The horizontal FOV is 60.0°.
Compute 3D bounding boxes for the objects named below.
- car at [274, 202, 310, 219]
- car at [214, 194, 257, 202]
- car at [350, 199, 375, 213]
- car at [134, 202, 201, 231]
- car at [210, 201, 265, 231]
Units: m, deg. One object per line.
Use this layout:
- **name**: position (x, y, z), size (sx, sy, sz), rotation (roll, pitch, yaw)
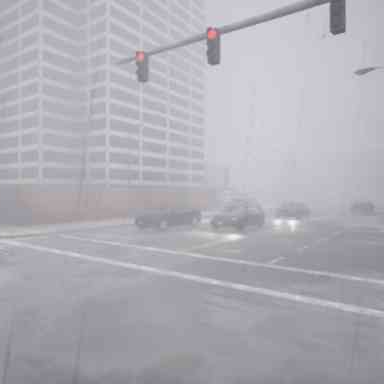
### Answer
- **car**: position (8.602, 1.519, 28.410), size (1.994, 1.385, 4.181), rotation (0, 0, 36)
- **car**: position (4.181, 1.291, 28.232), size (2.097, 1.767, 4.553), rotation (0, 0, 35)
- **car**: position (18.359, 1.497, 35.890), size (1.812, 1.442, 4.674), rotation (0, 0, 35)
- **car**: position (-1.385, 1.417, 20.357), size (1.882, 1.535, 5.008), rotation (0, 0, 35)
- **car**: position (2.916, 1.481, 20.350), size (1.812, 1.442, 4.674), rotation (0, 0, 35)
